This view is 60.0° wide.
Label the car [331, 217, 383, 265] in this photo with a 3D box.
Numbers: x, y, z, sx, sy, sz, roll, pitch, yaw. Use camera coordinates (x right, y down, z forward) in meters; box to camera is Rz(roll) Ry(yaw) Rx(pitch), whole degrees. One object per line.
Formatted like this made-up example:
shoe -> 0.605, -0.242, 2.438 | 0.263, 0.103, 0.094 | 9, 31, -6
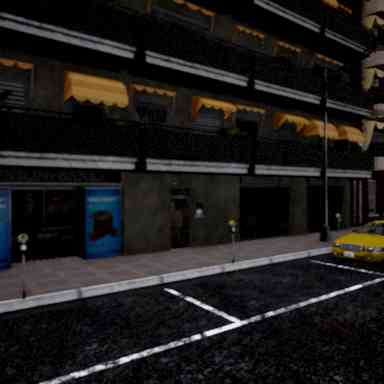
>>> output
car -> 6.642, 1.536, 11.308 | 4.829, 1.417, 1.752 | 0, -1, -35
